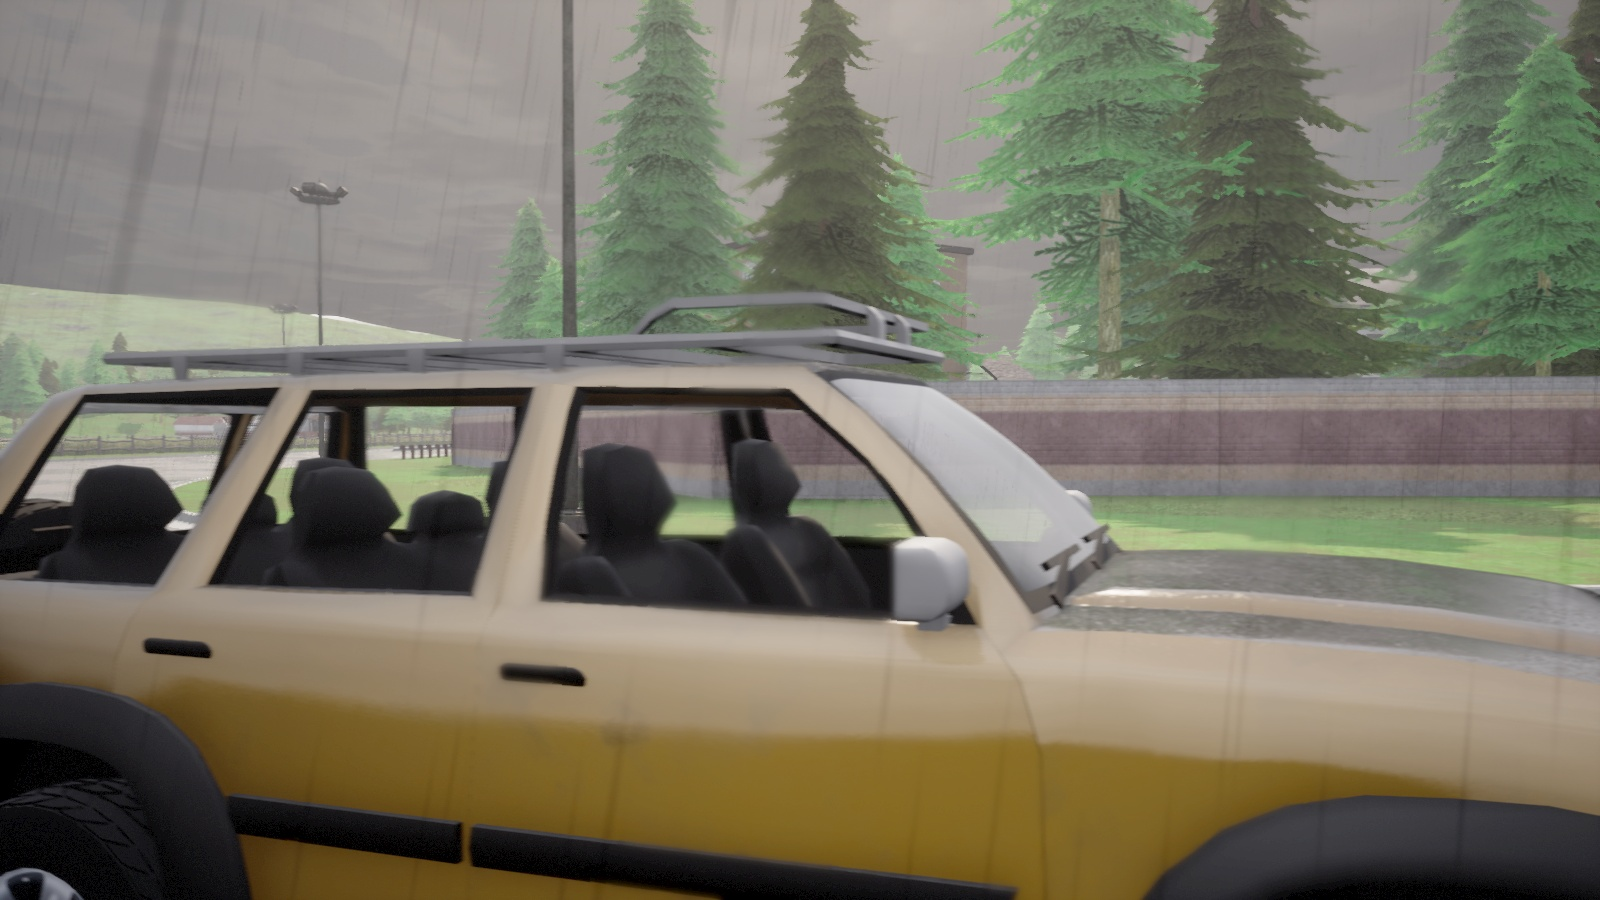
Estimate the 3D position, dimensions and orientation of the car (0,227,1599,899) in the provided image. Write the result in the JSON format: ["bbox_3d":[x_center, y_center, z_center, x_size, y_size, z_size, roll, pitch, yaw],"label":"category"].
[{"bbox_3d":[-0.050,0.596,3.152,4.605,1.855,1.932,1,1,20],"label":"car"}]
